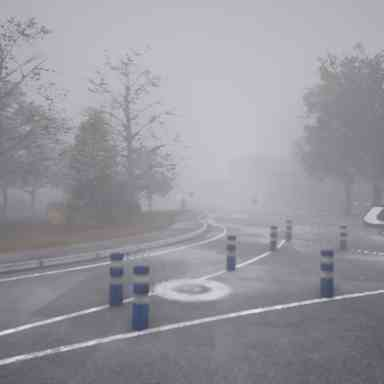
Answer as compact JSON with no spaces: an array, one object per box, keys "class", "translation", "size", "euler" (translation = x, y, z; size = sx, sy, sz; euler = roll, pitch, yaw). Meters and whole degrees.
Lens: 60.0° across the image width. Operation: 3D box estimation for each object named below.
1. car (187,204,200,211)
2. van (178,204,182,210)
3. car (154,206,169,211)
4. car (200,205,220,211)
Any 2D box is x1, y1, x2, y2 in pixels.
[{"class":"car","translation":[1.338,3.961,79.919],"size":[2.163,1.488,4.792],"euler":[2,-4,-35]},{"class":"van","translation":[-1.865,4.025,84.534],"size":[1.878,1.987,4.442],"euler":[2,-4,-35]},{"class":"car","translation":[-8.091,4.914,93.479],"size":[2.002,1.452,4.674],"euler":[2,-4,-35]},{"class":"car","translation":[4.484,3.659,75.423],"size":[2.002,1.452,4.674],"euler":[3,-5,-35]}]
